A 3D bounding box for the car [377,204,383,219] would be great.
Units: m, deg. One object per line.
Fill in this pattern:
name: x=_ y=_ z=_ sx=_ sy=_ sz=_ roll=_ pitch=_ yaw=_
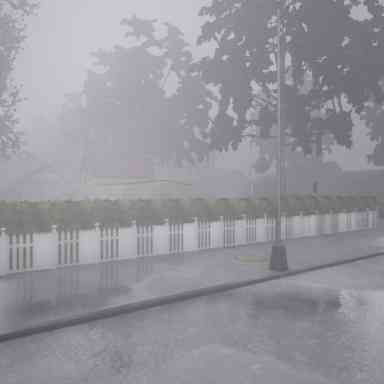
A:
car: x=15.521 y=1.560 z=25.725 sx=1.994 sy=1.385 sz=4.181 roll=0 pitch=0 yaw=-34
